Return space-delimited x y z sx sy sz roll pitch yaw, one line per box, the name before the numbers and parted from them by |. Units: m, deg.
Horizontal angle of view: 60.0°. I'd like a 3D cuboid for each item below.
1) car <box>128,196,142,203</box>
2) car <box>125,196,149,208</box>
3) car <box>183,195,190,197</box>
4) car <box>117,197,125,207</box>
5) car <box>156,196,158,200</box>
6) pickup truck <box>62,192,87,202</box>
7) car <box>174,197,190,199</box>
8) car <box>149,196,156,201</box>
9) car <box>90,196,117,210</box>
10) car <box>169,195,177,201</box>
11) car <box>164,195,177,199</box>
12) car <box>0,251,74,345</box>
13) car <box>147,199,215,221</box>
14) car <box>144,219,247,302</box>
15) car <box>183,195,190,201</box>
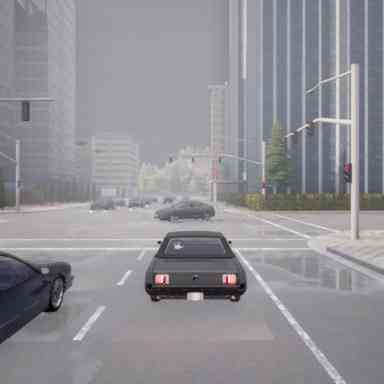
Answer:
car | -11.637 1.548 68.247 2.033 1.411 5.357 0 0 -1
car | -7.894 1.564 48.064 1.994 1.385 4.181 0 0 -1
car | -1.229 1.531 74.390 2.033 1.411 5.357 0 0 -1
car | -11.453 1.526 51.040 1.812 1.442 4.674 0 0 -1
car | -8.143 1.477 68.787 1.882 1.535 5.008 0 0 -1
pickup truck | -24.773 1.059 69.285 2.390 2.098 6.274 0 0 30
car | 0.133 1.564 36.289 1.994 1.385 4.181 -1 0 -30
car | -8.033 1.547 57.370 2.033 1.411 5.357 0 0 -1
car | -11.308 1.352 42.144 2.097 1.767 4.553 0 0 -1
car | -4.891 1.524 84.781 1.812 1.442 4.674 0 0 -1
car | -4.478 1.505 64.679 1.837 1.490 4.892 0 0 -1
car | -3.436 1.547 4.634 2.033 1.411 5.357 0 0 0
car | -0.560 1.504 25.349 4.892 1.490 1.837 0 -2 -30
car | 0.066 1.601 8.230 1.895 1.301 4.718 0 0 0
car | -1.395 1.504 85.037 1.895 1.301 4.718 0 0 -1
